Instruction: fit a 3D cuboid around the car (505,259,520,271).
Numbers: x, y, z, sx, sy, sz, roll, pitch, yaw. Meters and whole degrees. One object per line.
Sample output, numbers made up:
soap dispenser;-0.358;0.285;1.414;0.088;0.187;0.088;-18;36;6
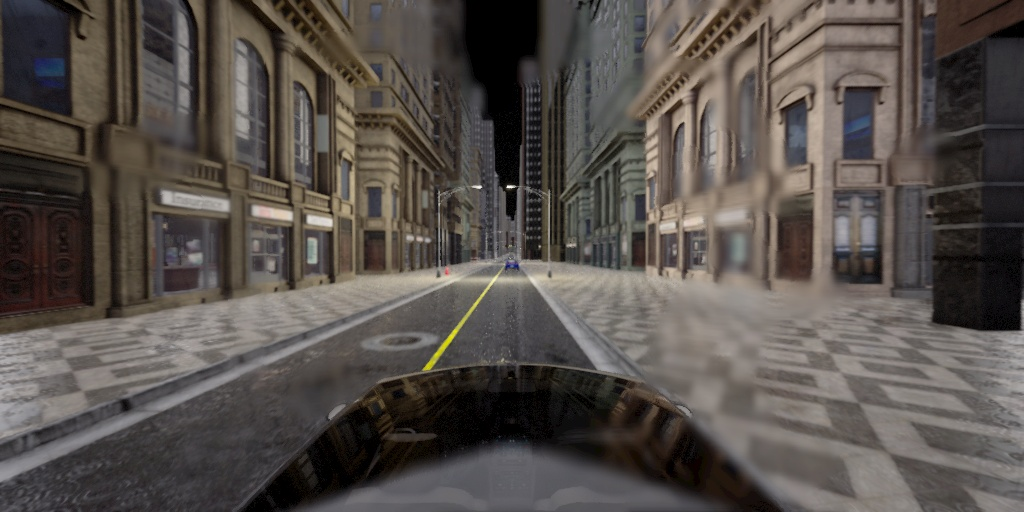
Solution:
car;0.021;1.195;49.001;1.882;1.535;5.008;0;0;0
